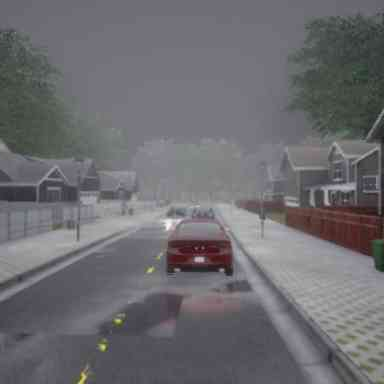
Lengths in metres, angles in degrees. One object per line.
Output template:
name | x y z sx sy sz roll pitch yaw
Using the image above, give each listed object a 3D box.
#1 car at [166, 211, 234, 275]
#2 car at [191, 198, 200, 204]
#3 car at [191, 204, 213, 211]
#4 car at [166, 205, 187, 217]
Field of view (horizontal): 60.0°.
car | 0.261 1.609 11.014 1.882 1.535 5.008 0 -1 2
car | 0.767 2.176 76.838 1.837 1.490 4.892 0 -1 3
car | 0.977 1.958 28.633 1.895 1.301 4.718 0 -1 3
car | -1.593 2.043 35.644 1.895 1.301 4.718 0 -1 3
